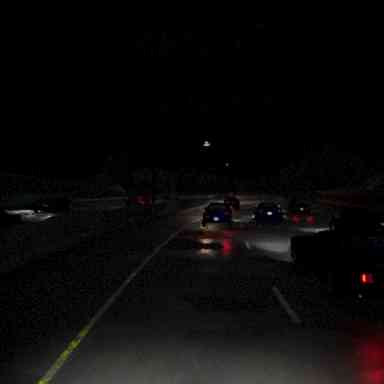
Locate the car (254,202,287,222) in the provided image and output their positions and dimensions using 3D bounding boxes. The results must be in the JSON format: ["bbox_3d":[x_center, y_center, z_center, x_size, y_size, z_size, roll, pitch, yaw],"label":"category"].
[{"bbox_3d":[5.809,1.469,25.493,1.994,1.385,4.181,0,0,9],"label":"car"}]

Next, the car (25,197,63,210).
[{"bbox_3d":[-17.039,1.315,38.557,1.994,1.385,4.181,0,0,10],"label":"car"}]

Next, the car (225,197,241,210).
[{"bbox_3d":[4.739,1.339,40.053,1.837,1.490,4.892,0,0,10],"label":"car"}]

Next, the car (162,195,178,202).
[{"bbox_3d":[-3.507,1.224,54.786,2.128,1.511,4.902,0,0,10],"label":"car"}]

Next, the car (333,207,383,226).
[{"bbox_3d":[7.939,1.465,15.456,1.837,1.490,4.892,0,0,5],"label":"car"}]

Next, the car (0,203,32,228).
[{"bbox_3d":[-9.903,1.436,15.069,2.033,1.411,5.357,0,0,5],"label":"car"}]

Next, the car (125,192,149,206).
[{"bbox_3d":[-8.022,0.963,49.325,2.150,2.045,5.566,0,0,10],"label":"car"}]

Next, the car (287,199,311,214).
[{"bbox_3d":[10.696,1.414,33.455,1.812,1.442,4.674,0,0,10],"label":"car"}]

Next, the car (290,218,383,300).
[{"bbox_3d":[3.841,1.578,8.218,1.895,1.301,4.718,0,0,3],"label":"car"}]

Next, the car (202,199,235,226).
[{"bbox_3d":[1.768,1.429,22.324,1.812,1.442,4.674,0,0,8],"label":"car"}]

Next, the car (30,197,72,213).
[{"bbox_3d":[-14.264,1.260,34.146,1.882,1.535,5.008,0,0,10],"label":"car"}]
